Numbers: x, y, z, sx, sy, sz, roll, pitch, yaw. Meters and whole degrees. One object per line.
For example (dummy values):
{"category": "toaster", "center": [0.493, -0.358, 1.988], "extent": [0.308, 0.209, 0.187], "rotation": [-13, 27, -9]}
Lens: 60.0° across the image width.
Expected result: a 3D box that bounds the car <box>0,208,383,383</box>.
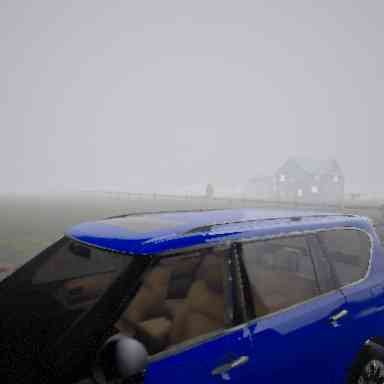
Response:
{"category": "car", "center": [-0.287, 1.222, 2.864], "extent": [5.566, 2.045, 2.150], "rotation": [0, 0, -36]}
